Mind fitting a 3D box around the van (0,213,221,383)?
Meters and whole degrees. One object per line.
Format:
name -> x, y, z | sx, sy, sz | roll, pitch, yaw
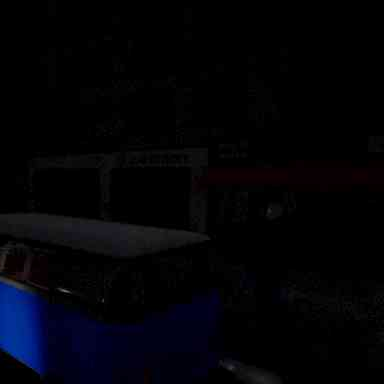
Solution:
van -> -1.566, 1.239, 4.227 | 3.998, 1.788, 1.690 | 2, 1, 36
